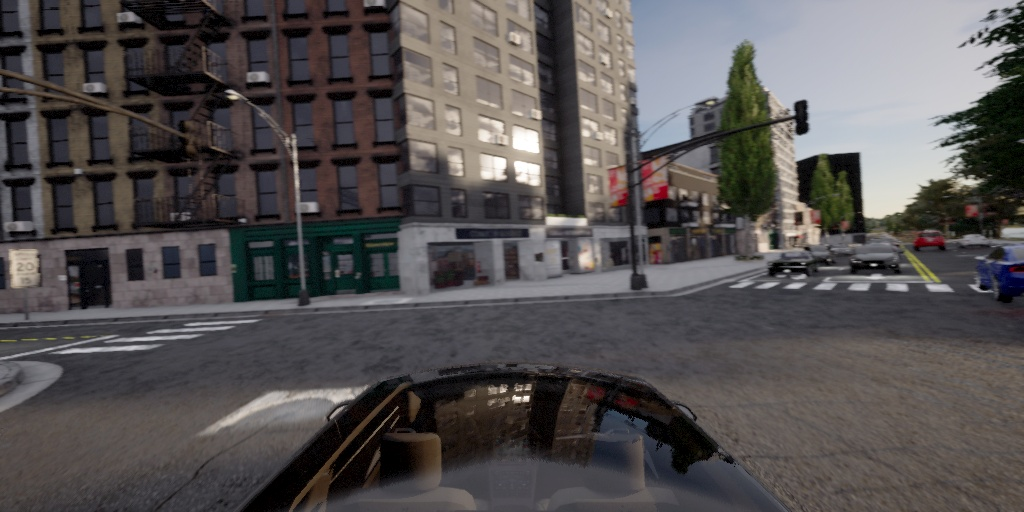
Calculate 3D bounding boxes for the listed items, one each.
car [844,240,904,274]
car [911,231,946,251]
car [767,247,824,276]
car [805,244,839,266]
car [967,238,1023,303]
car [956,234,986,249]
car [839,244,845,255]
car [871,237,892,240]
[{"bbox_3d":[19.720,0.100,19.502,4.892,1.490,1.837,-3,0,-43],"label":"car"},{"bbox_3d":[45.198,-1.637,38.957,5.566,2.045,2.150,-3,0,-43],"label":"car"},{"bbox_3d":[16.318,0.402,20.751,4.718,1.301,1.895,-3,0,-43],"label":"car"},{"bbox_3d":[22.957,-0.081,27.048,4.892,1.490,1.837,-4,0,-43],"label":"car"},{"bbox_3d":[14.555,0.366,9.870,5.008,1.535,1.882,-3,0,-43],"label":"car"},{"bbox_3d":[49.643,-1.591,38.679,4.674,1.442,1.812,-3,0,-43],"label":"car"},{"bbox_3d":[34.252,-0.622,37.695,4.718,1.301,1.895,-3,0,-43],"label":"car"},{"bbox_3d":[26.397,-0.438,25.840,4.553,1.767,2.097,-3,0,-43],"label":"car"}]
